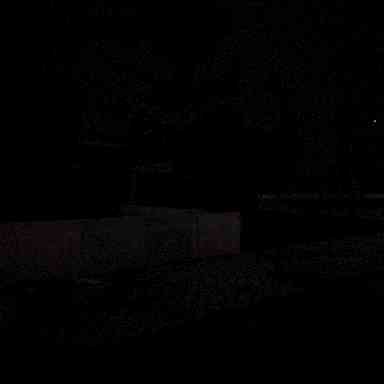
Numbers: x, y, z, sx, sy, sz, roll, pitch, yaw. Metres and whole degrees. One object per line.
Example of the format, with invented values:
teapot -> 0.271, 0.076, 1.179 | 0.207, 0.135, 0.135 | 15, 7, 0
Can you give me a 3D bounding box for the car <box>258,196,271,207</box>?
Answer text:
car -> 8.532, 1.207, 45.313 | 1.882, 1.535, 5.008 | 1, 0, -35
